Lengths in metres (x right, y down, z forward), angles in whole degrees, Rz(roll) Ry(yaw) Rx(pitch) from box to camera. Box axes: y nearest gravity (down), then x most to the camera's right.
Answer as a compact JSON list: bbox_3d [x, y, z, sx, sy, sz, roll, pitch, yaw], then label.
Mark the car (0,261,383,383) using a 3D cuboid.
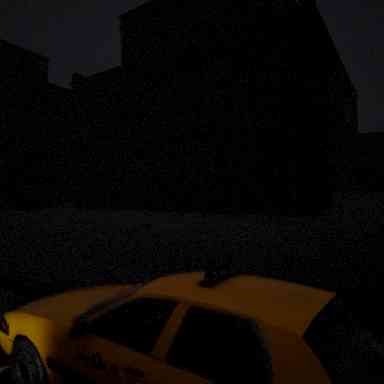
[{"bbox_3d":[0.028,1.476,3.317,5.366,1.575,1.946,0,0,36],"label":"car"}]
